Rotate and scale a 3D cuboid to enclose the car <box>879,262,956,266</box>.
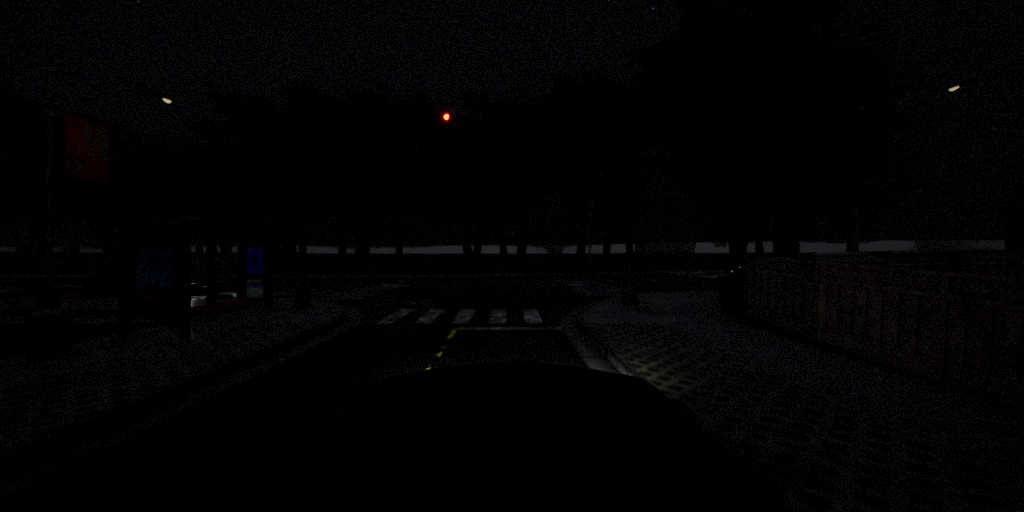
[{"bbox_3d":[26.707,0.475,23.307,4.902,1.511,2.128,-1,0,-1],"label":"car"}]

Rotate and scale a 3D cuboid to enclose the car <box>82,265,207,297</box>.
[{"bbox_3d":[-16.374,1.109,16.290,4.892,1.490,1.837,1,0,-1],"label":"car"}]

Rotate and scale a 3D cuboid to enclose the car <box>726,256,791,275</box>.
[{"bbox_3d":[18.885,0.696,26.483,5.357,1.411,2.033,-1,0,-1],"label":"car"}]
